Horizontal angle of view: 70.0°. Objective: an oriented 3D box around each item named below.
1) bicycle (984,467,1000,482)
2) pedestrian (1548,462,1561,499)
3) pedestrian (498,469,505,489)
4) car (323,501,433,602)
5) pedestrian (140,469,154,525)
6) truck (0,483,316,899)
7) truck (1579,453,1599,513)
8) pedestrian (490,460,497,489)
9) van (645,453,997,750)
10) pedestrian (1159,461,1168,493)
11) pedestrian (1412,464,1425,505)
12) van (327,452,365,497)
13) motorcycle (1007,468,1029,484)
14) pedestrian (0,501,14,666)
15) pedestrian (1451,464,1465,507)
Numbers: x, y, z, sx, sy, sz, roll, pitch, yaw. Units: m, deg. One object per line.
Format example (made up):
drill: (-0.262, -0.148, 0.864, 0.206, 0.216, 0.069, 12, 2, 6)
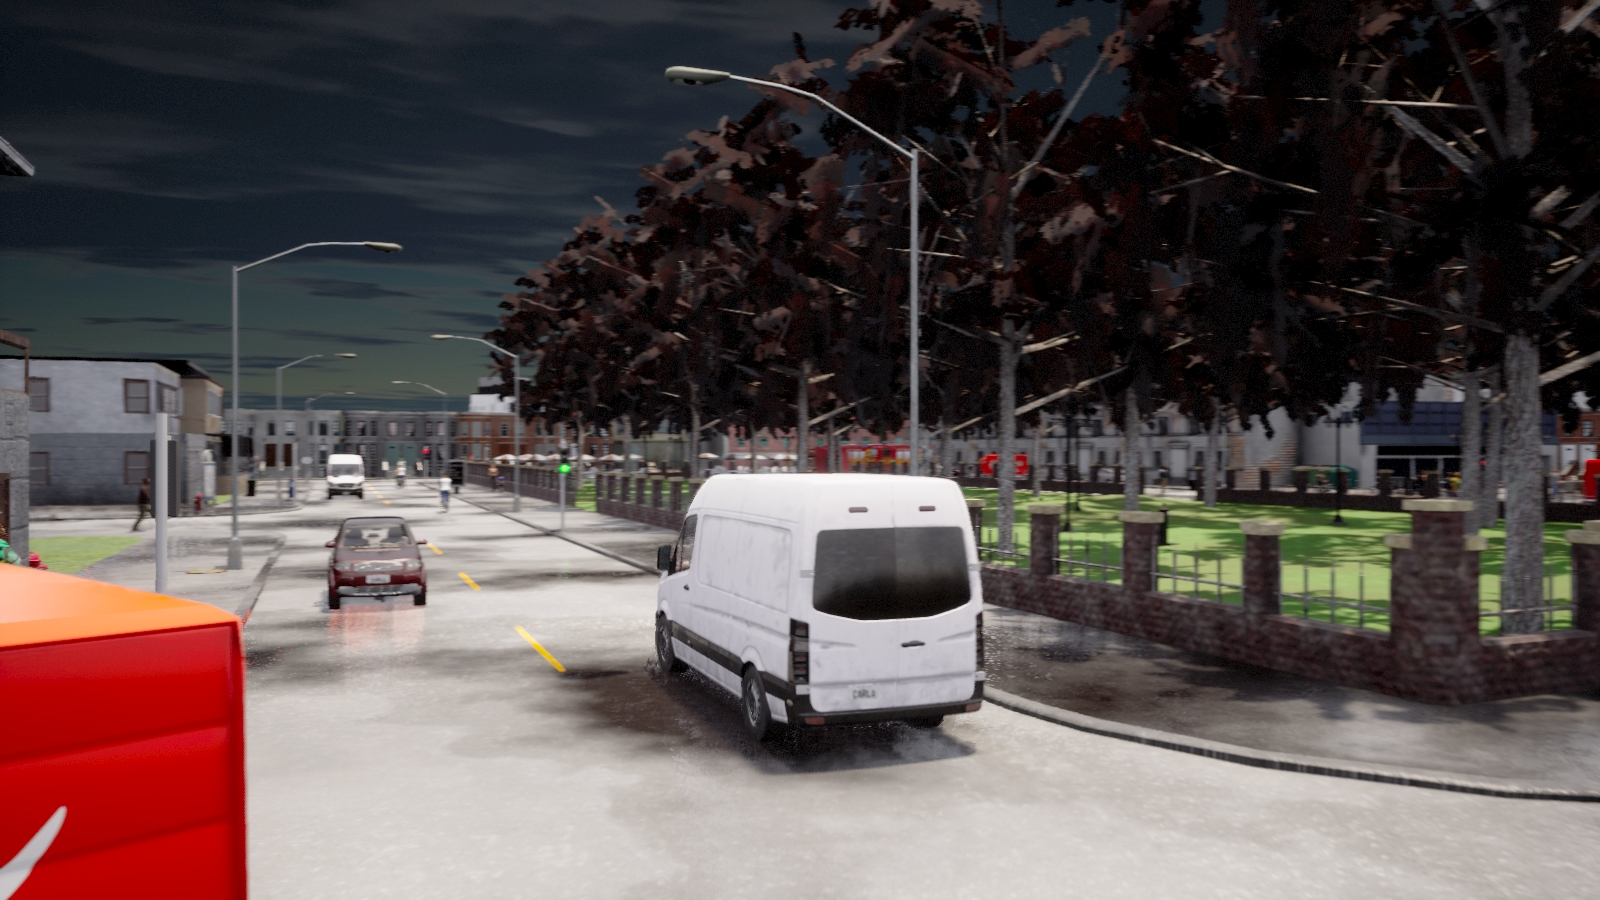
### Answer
bicycle: (15.732, 2.001, 93.667, 0.329, 1.271, 1.835, 0, 0, -22)
pedestrian: (38.734, 1.553, 58.641, 0.375, 1.860, 0.375, 0, 0, -11)
pedestrian: (-19.107, 1.864, 73.149, 0.375, 1.300, 0.375, 0, 0, -28)
car: (-8.006, 1.825, 21.565, 1.789, 1.549, 3.705, 0, 0, -22)
pedestrian: (-21.746, 1.551, 38.037, 0.375, 1.860, 0.375, 0, 0, -23)
truck: (-3.800, 1.351, 1.498, 2.627, 2.467, 5.204, 0, 0, 40)
truck: (35.079, 1.368, 46.338, 2.627, 2.467, 5.204, 0, 0, -22)
pedestrian: (-20.049, 1.585, 74.755, 0.375, 1.860, 0.375, 0, 0, -24)
van: (-0.139, 1.324, 13.023, 1.988, 2.561, 5.915, 0, 0, -20)
pedestrian: (21.283, 1.566, 66.948, 0.375, 1.860, 0.375, 0, 0, -13)
pedestrian: (27.841, 1.552, 51.432, 0.375, 1.860, 0.375, 0, 0, -20)
van: (-27.022, 1.373, 67.954, 1.988, 2.561, 5.915, 0, 0, -22)
motorcycle: (17.193, 2.020, 90.032, 0.856, 1.236, 1.805, 0, 0, -22)
pedestrian: (-9.292, 1.529, 13.125, 0.375, 1.860, 0.375, 0, 0, -26)
pedestrian: (28.556, 1.549, 49.599, 0.375, 1.860, 0.375, 0, 0, -22)
